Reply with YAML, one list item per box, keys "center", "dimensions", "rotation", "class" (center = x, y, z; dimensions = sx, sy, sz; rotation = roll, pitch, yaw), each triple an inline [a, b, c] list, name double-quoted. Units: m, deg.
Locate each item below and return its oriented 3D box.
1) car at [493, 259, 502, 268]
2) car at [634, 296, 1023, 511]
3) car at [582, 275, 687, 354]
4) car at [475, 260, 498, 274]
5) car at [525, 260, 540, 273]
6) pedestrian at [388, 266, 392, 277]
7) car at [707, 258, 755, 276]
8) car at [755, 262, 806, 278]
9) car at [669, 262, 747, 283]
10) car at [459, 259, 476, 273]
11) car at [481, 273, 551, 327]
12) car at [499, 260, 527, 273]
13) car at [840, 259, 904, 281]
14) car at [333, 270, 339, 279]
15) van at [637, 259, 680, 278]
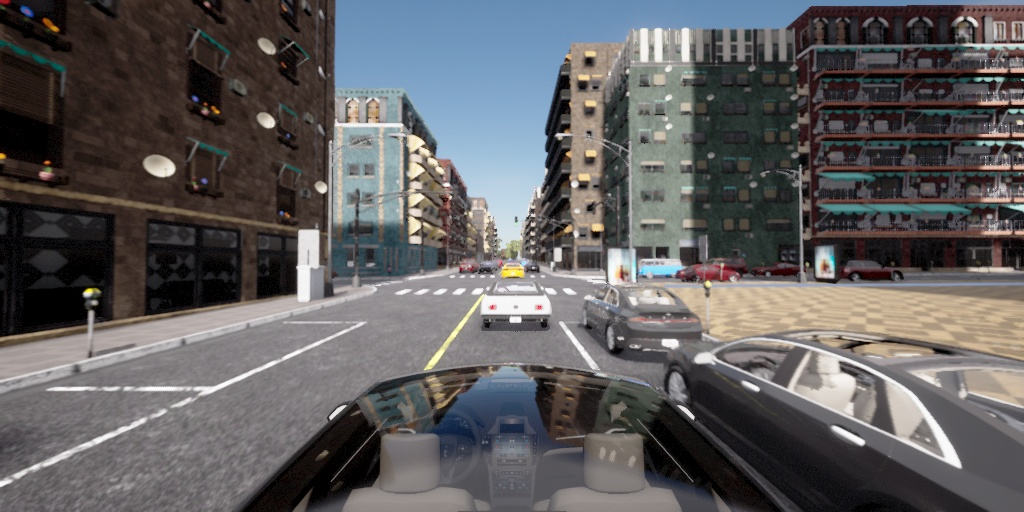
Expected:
- center: [-3.085, 1.526, 54.204]
  dimensions: [2.033, 1.411, 5.357]
  rotation: [0, 0, 0]
  class: "car"
- center: [2.821, 1.306, 3.043]
  dimensions: [2.007, 1.370, 4.403]
  rotation: [0, 0, 0]
  class: "car"
- center: [2.821, 1.330, 8.612]
  dimensions: [2.007, 1.370, 4.403]
  rotation: [0, 0, 0]
  class: "car"
- center: [-3.118, 1.537, 44.511]
  dimensions: [1.895, 1.301, 4.718]
  rotation: [0, 0, 1]
  class: "car"
- center: [2.690, 1.512, 46.805]
  dimensions: [1.948, 1.339, 4.313]
  rotation: [0, 0, 0]
  class: "car"
- center: [-12.530, 1.235, 36.773]
  dimensions: [0.375, 1.860, 0.375]
  rotation: [0, -1, 0]
  class: "pedestrian"
- center: [19.297, 1.102, 33.580]
  dimensions: [5.009, 1.841, 2.192]
  rotation: [0, 0, 0]
  class: "car"
- center: [24.825, 1.290, 33.541]
  dimensions: [4.507, 1.381, 1.888]
  rotation: [0, 0, 0]
  class: "car"
- center: [13.707, 1.255, 25.240]
  dimensions: [4.207, 1.307, 1.802]
  rotation: [0, 0, 0]
  class: "car"
- center: [-5.691, 1.261, 46.844]
  dimensions: [2.192, 1.841, 5.009]
  rotation: [0, 0, 0]
  class: "car"
- center: [0.101, 1.394, 11.663]
  dimensions: [1.895, 1.301, 4.718]
  rotation: [0, 0, 0]
  class: "car"
- center: [0.088, 1.398, 32.848]
  dimensions: [1.882, 1.535, 5.008]
  rotation: [0, -1, 0]
  class: "car"
- center: [24.763, 1.027, 25.162]
  dimensions: [4.097, 1.591, 1.967]
  rotation: [0, 0, 0]
  class: "car"
- center: [-18.623, 1.669, 33.850]
  dimensions: [4.207, 1.307, 1.802]
  rotation: [0, 0, 0]
  class: "car"
- center: [13.769, 1.171, 33.620]
  dimensions: [3.998, 1.789, 1.690]
  rotation: [0, 0, 0]
  class: "van"
